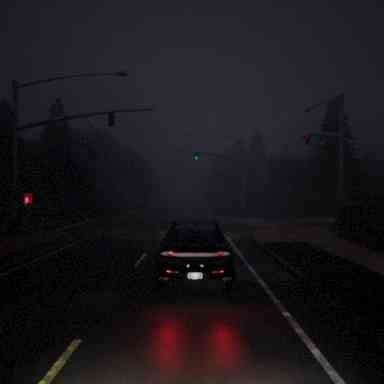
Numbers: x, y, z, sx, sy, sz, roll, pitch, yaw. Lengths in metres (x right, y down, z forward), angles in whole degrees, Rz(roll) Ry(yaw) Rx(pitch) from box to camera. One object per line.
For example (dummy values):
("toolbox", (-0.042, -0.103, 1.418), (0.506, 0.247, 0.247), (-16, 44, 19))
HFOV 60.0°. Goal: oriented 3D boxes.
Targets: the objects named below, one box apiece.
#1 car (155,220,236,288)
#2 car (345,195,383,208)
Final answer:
("car", (0.085, 1.532, 9.323), (2.128, 1.511, 4.902), (0, 0, 0))
("car", (15.863, 1.322, 28.736), (5.566, 2.045, 2.150), (0, 0, -8))
